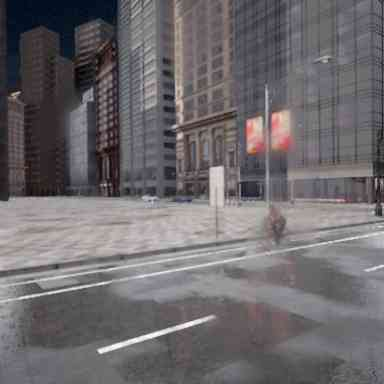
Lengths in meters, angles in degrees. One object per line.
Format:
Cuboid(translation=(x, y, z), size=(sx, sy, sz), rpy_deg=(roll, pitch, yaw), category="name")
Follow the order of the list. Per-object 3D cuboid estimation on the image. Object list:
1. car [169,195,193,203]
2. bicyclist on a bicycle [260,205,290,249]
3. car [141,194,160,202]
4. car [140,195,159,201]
Cuboid(translation=(-2.017, 1.152, 58.840), size=(2.033, 1.411, 5.357), rpy_deg=(-1, 0, -35), category="car")
Cuboid(translation=(3.148, 1.299, 12.563), size=(1.656, 1.620, 0.582), rpy_deg=(-2, 1, -35), category="bicyclist on a bicycle")
Cuboid(translation=(-7.755, 1.190, 61.733), size=(1.812, 1.442, 4.674), rpy_deg=(-1, 0, -35), category="car")
Cuboid(translation=(-8.694, 1.221, 68.251), size=(1.895, 1.301, 4.718), rpy_deg=(-1, 0, -35), category="car")
